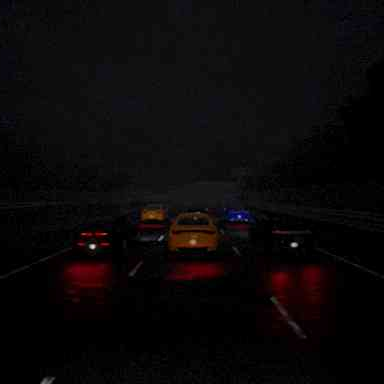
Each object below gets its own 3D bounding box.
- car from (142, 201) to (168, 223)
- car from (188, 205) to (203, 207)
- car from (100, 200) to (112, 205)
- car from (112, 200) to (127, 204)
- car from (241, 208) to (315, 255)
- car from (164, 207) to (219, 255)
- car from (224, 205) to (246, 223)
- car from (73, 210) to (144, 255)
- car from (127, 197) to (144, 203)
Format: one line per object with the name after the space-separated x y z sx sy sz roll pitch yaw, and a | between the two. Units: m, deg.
-3.166 1.836 29.119 1.882 1.535 5.008 0 -1 2 | car
0.327 1.865 28.878 1.837 1.490 4.892 0 0 1 | car
-18.833 2.526 73.269 1.994 1.385 4.181 0 -1 3 | car
-15.341 2.527 73.037 1.994 1.385 4.181 0 -1 3 | car
3.571 1.646 13.946 2.128 1.511 4.902 0 -1 1 | car
0.076 1.633 14.164 1.882 1.535 5.008 0 0 1 | car
3.833 1.838 28.979 1.882 1.535 5.008 0 -1 2 | car
-3.429 1.661 14.024 1.837 1.490 4.892 0 0 1 | car
-11.850 2.200 72.781 2.150 2.045 5.566 0 -1 3 | car
